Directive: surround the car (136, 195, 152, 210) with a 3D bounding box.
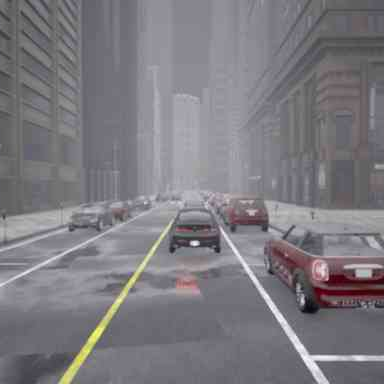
[{"bbox_3d":[-5.468,1.100,35.674,1.967,1.590,4.097,-1,1,0],"label":"car"}]

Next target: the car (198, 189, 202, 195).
[{"bbox_3d":[3.356,0.706,86.250,2.008,1.369,4.403,-1,1,0],"label":"car"}]

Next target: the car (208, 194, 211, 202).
[{"bbox_3d":[3.399,1.121,42.544,1.812,1.442,4.674,0,1,0],"label":"car"}]

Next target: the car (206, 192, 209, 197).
[{"bbox_3d":[3.440,1.053,49.544,1.812,1.442,4.674,0,1,0],"label":"car"}]

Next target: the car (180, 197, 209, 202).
[{"bbox_3d":[0.204,1.339,27.617,1.895,1.301,4.718,0,1,1],"label":"car"}]

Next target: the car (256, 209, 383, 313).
[{"bbox_3d":[2.891,1.369,7.511,1.967,1.590,4.097,-1,1,0],"label":"car"}]

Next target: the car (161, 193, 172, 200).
[{"bbox_3d":[-5.269,0.874,69.422,1.887,1.381,4.507,-1,1,0],"label":"car"}]

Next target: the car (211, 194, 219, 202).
[{"bbox_3d":[3.024,1.156,30.007,1.967,1.590,4.097,-1,1,0],"label":"car"}]

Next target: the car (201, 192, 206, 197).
[{"bbox_3d":[3.224,0.970,63.753,1.802,1.307,4.206,-1,1,0],"label":"car"}]

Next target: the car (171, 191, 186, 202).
[{"bbox_3d":[-2.698,0.985,58.685,2.033,1.411,5.357,0,1,1],"label":"car"}]

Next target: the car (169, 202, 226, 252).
[{"bbox_3d":[0.125,1.380,13.242,1.837,1.490,4.892,0,1,1],"label":"car"}]

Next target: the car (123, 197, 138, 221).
[{"bbox_3d":[-5.533,1.312,24.427,1.887,1.381,4.507,-1,1,0],"label":"car"}]

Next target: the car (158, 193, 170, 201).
[{"bbox_3d":[-5.302,0.931,63.797,1.887,1.381,4.507,-1,1,0],"label":"car"}]

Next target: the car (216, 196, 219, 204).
[{"bbox_3d":[2.993,1.293,24.554,1.752,1.417,4.829,-1,1,0],"label":"car"}]

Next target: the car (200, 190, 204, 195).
[{"bbox_3d":[3.291,0.797,75.171,1.752,1.417,4.829,-1,1,0],"label":"car"}]

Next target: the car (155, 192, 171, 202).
[{"bbox_3d":[-5.334,1.008,58.172,1.947,1.339,4.313,-1,1,0],"label":"car"}]

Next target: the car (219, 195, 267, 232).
[{"bbox_3d":[2.956,1.138,18.758,2.192,1.841,5.009,-1,1,0],"label":"car"}]

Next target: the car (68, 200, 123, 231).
[{"bbox_3d":[-5.566,1.371,18.802,2.008,1.369,4.403,-1,1,0],"label":"car"}]
